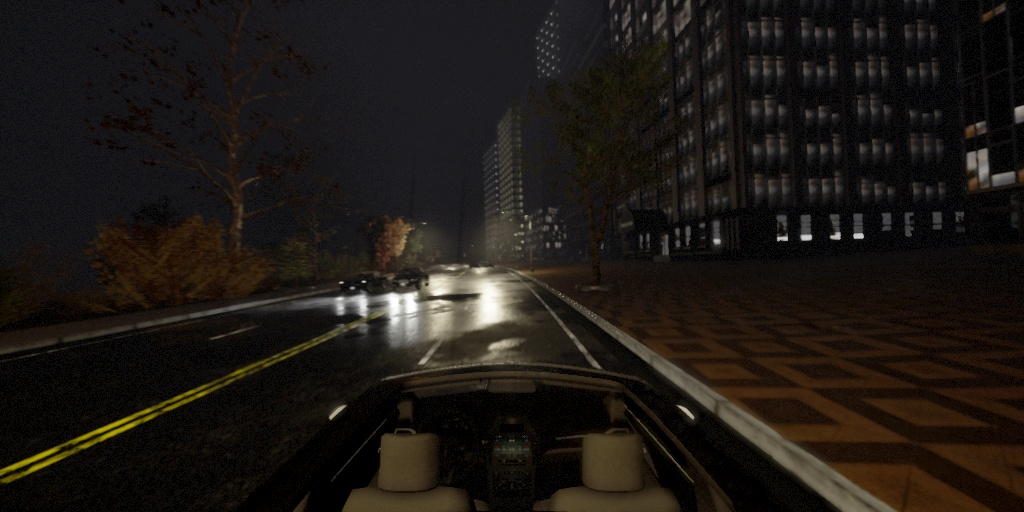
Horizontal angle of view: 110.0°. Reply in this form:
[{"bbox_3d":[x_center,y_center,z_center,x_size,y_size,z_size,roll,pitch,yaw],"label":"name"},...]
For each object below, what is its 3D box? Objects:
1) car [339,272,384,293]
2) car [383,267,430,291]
[{"bbox_3d":[-10.343,1.782,25.259,1.895,1.301,4.718,-2,0,-2],"label":"car"},{"bbox_3d":[-7.104,1.577,25.522,2.128,1.511,4.902,-2,0,-2],"label":"car"}]
